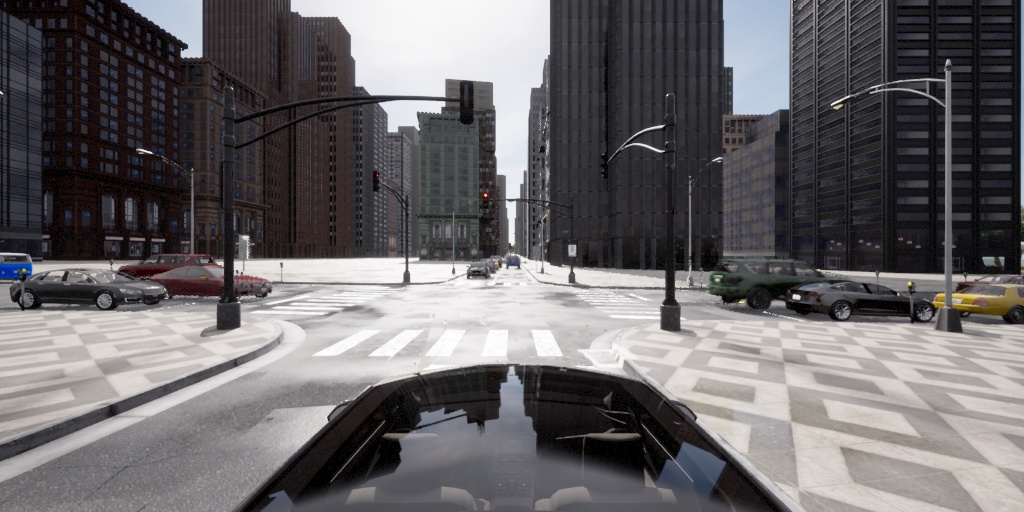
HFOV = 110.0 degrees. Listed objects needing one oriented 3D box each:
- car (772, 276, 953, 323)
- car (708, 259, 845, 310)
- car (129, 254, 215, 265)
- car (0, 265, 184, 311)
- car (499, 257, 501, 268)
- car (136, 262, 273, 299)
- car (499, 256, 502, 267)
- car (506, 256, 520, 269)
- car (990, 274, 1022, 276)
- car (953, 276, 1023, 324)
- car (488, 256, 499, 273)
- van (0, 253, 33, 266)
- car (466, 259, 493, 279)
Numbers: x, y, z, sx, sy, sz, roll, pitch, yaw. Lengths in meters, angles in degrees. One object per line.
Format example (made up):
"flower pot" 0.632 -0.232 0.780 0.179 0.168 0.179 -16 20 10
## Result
"car" 12.143 1.524 12.678 4.313 1.339 1.948 0 0 0
"car" 11.463 1.168 15.338 5.566 2.045 2.150 1 0 0
"car" -20.197 0.799 21.164 5.009 1.841 2.192 0 0 0
"car" -14.764 1.116 12.629 4.403 1.370 2.007 0 0 0
"car" -3.013 1.228 52.476 1.882 1.535 5.008 0 0 0
"car" -12.734 1.119 15.233 4.674 1.442 1.812 1 0 5
"car" -2.949 0.973 63.177 2.150 2.045 5.566 0 0 1
"car" 0.189 0.972 58.011 2.150 2.045 5.566 0 0 0
"car" 29.095 1.766 21.174 4.507 1.381 1.888 0 0 0
"car" 17.956 1.571 12.668 4.829 1.417 1.751 0 0 0
"car" -3.035 1.102 42.277 2.097 1.767 4.553 0 0 0
"van" -31.116 0.680 21.183 3.998 1.789 1.690 0 0 0
"car" -3.052 1.255 33.224 1.837 1.490 4.892 0 0 0
